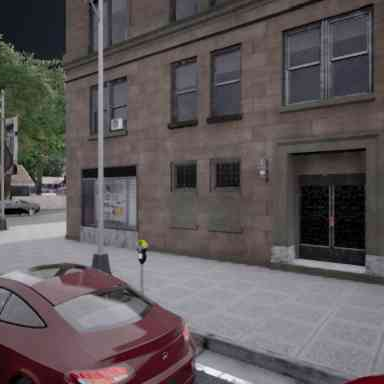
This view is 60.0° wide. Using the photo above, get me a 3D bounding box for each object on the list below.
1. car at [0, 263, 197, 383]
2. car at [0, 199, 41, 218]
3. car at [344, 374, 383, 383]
[{"bbox_3d":[-1.894,1.580,4.163,4.206,1.307,1.802,0,0,36],"label":"car"},{"bbox_3d":[-15.524,1.385,28.515,2.128,1.511,4.902,0,0,34],"label":"car"},{"bbox_3d":[2.596,1.545,0.955,4.507,1.381,1.887,0,0,36],"label":"car"}]
